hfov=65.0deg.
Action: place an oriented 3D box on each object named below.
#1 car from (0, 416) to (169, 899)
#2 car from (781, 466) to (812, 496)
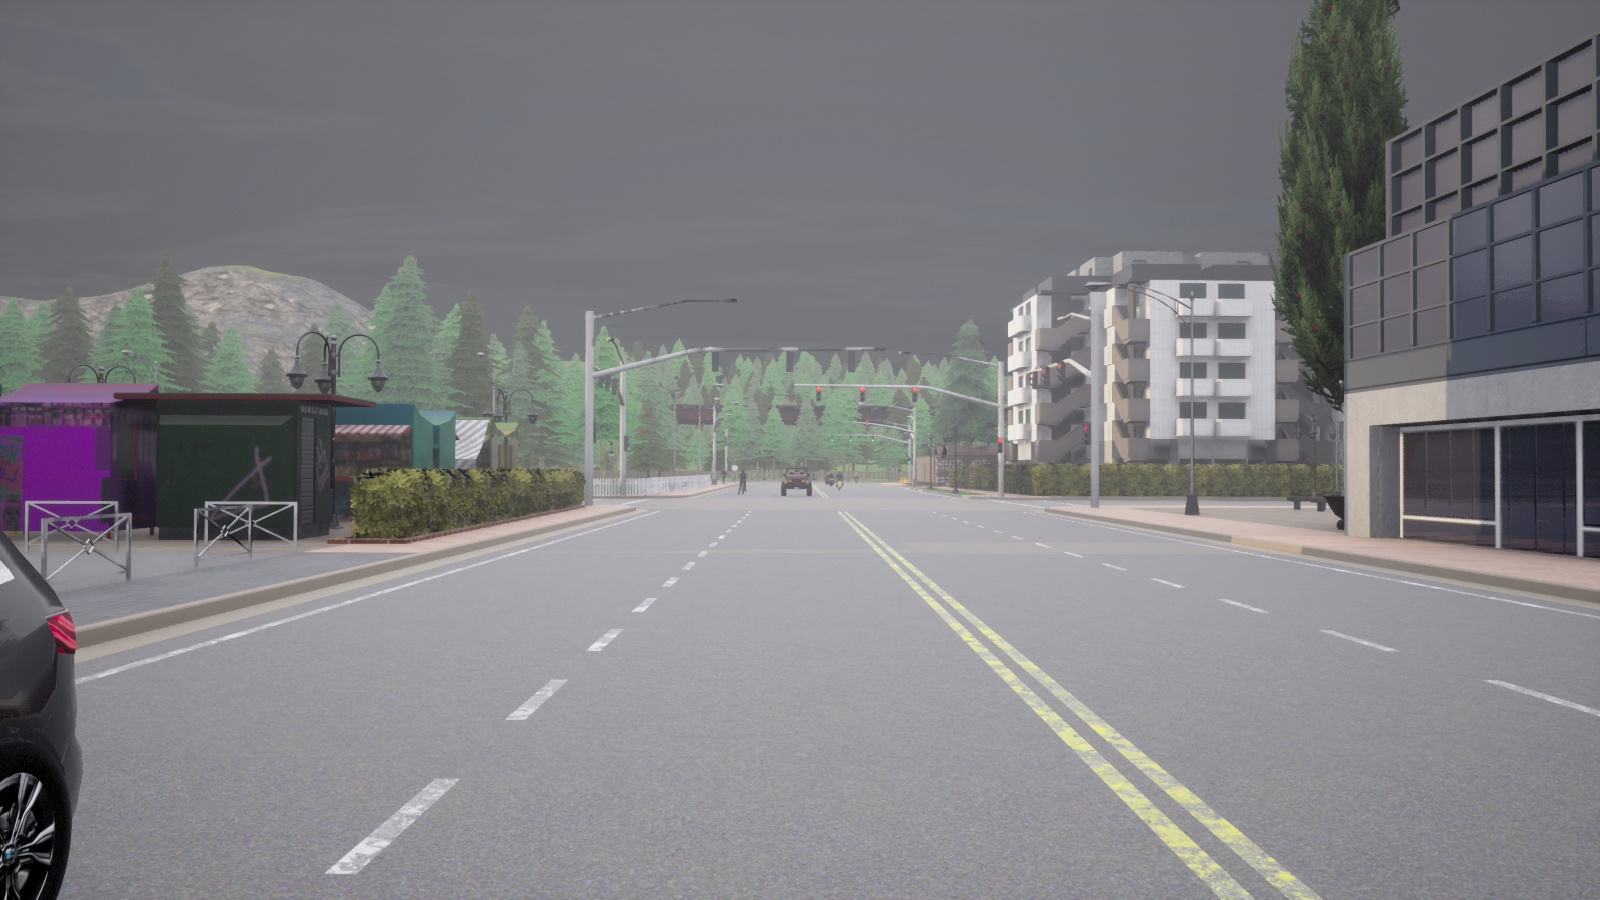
[{"bbox_3d":[-3.507,0.714,2.453,2.242,1.667,4.611,0,-1,0],"label":"car"},{"bbox_3d":[-0.200,1.930,78.718,1.905,1.878,3.866,0,-1,0],"label":"car"}]
